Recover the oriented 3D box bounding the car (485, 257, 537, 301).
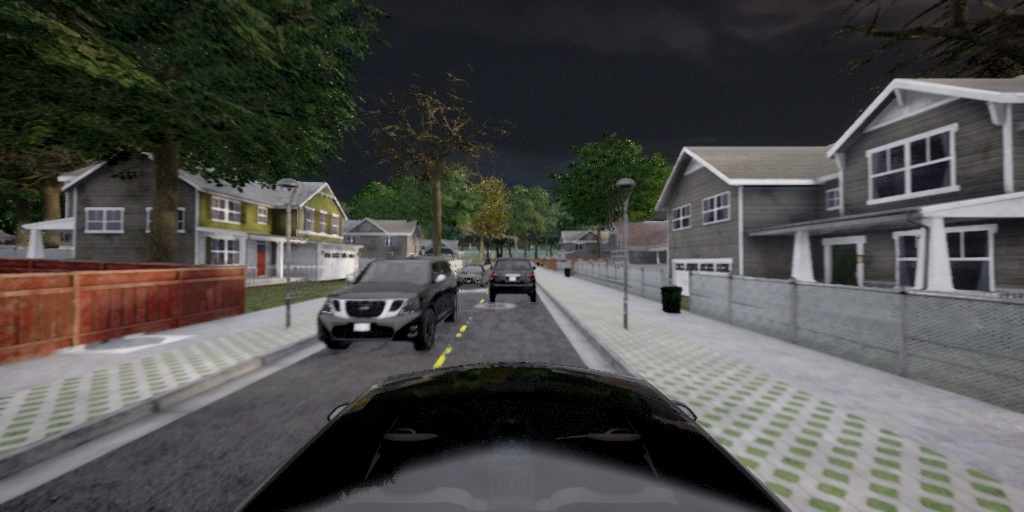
[{"bbox_3d":[0.057,1.069,17.993,2.150,2.045,5.566,0,0,0],"label":"car"}]

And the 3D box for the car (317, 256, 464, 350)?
[{"bbox_3d":[-2.813,1.020,9.533,2.150,2.045,5.566,0,-1,0],"label":"car"}]

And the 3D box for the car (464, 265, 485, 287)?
[{"bbox_3d":[-2.793,1.392,25.743,1.837,1.490,4.892,0,0,1],"label":"car"}]
